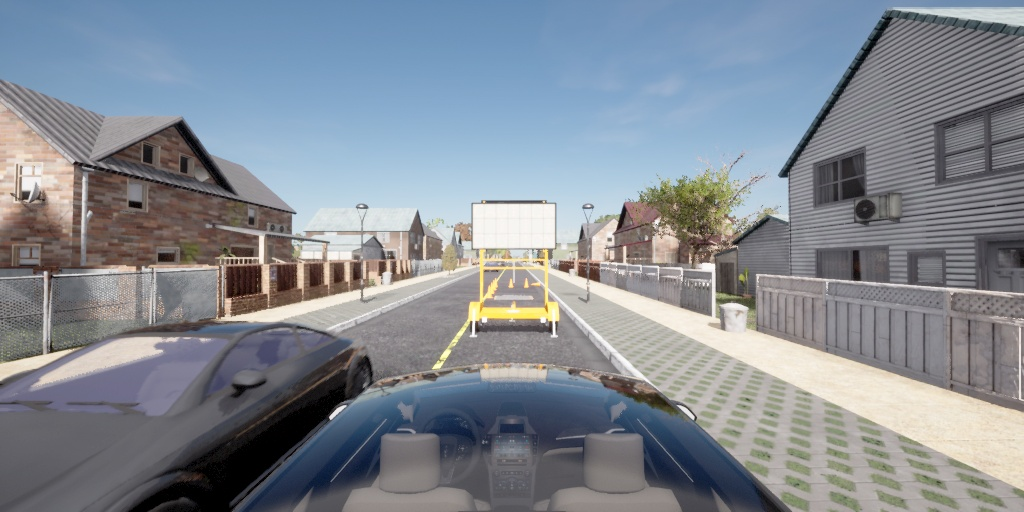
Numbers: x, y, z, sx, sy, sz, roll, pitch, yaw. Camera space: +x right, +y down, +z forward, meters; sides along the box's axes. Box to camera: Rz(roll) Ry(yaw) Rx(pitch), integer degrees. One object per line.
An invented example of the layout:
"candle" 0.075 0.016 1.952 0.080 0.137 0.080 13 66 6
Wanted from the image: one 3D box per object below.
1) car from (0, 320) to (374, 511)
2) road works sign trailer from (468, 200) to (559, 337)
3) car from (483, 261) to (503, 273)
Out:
"car" -2.839 1.314 3.095 1.994 1.385 4.181 0 0 0
"road works sign trailer" 0.057 0.220 10.260 2.380 3.560 2.880 0 0 1
"car" -2.638 1.385 45.621 2.033 1.411 5.357 0 0 0
